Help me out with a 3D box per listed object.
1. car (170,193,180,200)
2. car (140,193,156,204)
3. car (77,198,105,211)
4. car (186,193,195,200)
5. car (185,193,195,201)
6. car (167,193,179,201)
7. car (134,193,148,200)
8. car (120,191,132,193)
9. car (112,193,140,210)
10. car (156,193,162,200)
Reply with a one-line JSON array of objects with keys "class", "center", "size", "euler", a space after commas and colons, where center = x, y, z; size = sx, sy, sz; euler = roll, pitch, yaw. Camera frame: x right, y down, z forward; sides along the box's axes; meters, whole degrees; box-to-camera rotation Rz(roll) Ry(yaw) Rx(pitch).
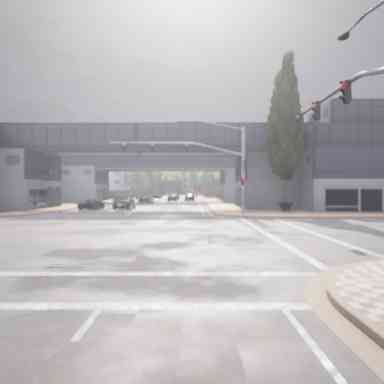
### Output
[{"class": "car", "center": [-3.920, 0.985, 76.975], "size": [2.128, 1.511, 4.902], "euler": [0, 0, 0]}, {"class": "car", "center": [-7.618, 1.149, 55.005], "size": [1.882, 1.535, 5.008], "euler": [0, 0, 1]}, {"class": "car", "center": [-11.263, 1.377, 37.358], "size": [1.895, 1.301, 4.718], "euler": [0, 0, 0]}, {"class": "car", "center": [-0.421, 1.003, 76.880], "size": [1.994, 1.385, 4.181], "euler": [0, 0, 0]}, {"class": "car", "center": [-0.473, 1.150, 68.595], "size": [1.994, 1.385, 4.181], "euler": [0, 0, 0]}, {"class": "car", "center": [-3.981, 1.145, 67.288], "size": [2.033, 1.411, 5.357], "euler": [0, 0, 0]}, {"class": "car", "center": [-10.954, 0.833, 71.594], "size": [2.033, 1.411, 5.357], "euler": [0, 0, 0]}, {"class": "car", "center": [-11.109, 0.893, 55.344], "size": [2.150, 2.045, 5.566], "euler": [0, 0, 1]}, {"class": "car", "center": [-7.751, 1.262, 38.188], "size": [2.128, 1.511, 4.902], "euler": [0, 1, 1]}, {"class": "car", "center": [-7.459, 0.945, 70.808], "size": [1.895, 1.301, 4.718], "euler": [0, 0, 0]}]
